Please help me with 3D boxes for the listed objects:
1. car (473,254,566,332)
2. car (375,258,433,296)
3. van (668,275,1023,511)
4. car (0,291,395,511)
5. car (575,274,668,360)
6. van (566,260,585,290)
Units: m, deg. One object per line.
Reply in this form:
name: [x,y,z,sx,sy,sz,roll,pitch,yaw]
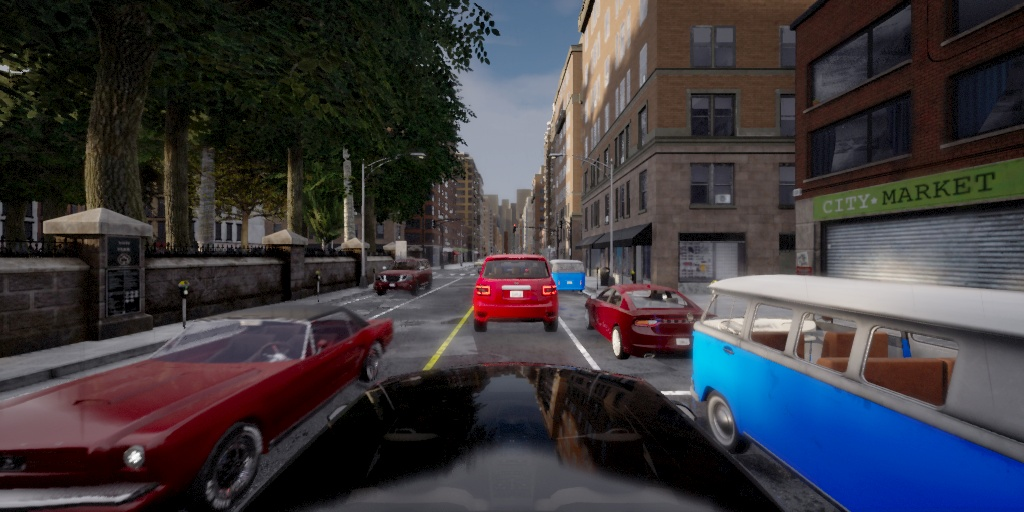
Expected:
car: [0.095,0.970,10.972,2.150,2.045,5.566,0,0,0]
car: [-5.673,1.059,19.492,2.192,1.841,5.009,0,0,0]
van: [2.856,1.091,2.553,1.690,1.789,3.998,0,0,0]
car: [-3.101,1.351,4.402,1.895,1.301,4.718,0,0,0]
car: [2.855,1.294,8.214,1.888,1.381,4.507,0,0,0]
van: [2.851,1.086,19.535,1.690,1.789,3.998,0,0,0]
